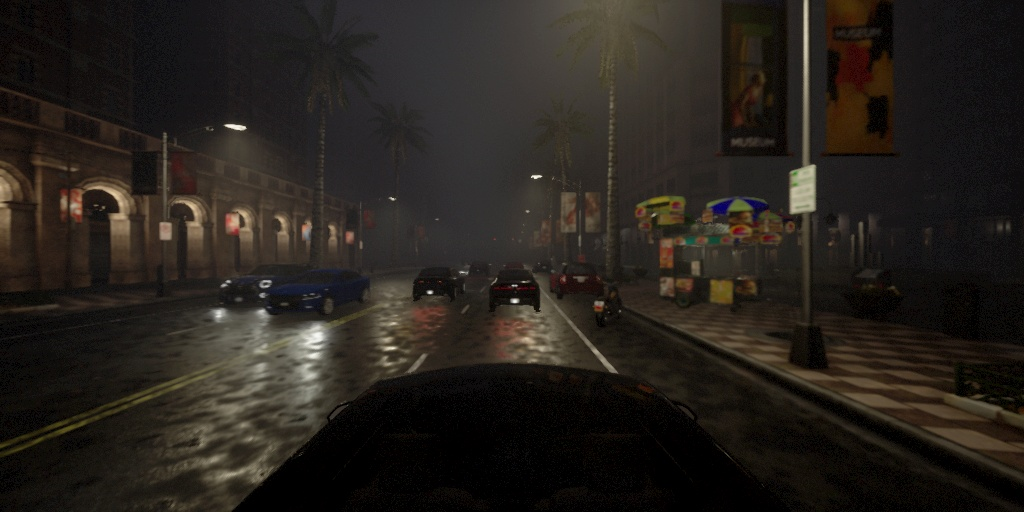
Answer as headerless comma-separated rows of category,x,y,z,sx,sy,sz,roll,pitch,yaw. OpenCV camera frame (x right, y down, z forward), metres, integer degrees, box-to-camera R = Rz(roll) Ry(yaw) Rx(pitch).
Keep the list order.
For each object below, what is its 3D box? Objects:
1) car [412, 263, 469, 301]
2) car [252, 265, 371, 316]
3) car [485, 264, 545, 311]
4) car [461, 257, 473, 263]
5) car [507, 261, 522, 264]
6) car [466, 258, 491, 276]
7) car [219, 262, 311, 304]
car,-3.400,1.256,17.308,1.837,1.490,4.892,0,0,0
car,-7.087,1.228,13.654,1.882,1.535,5.008,0,0,0
car,0.098,1.255,14.439,1.837,1.490,4.892,0,0,0
car,-6.634,0.932,54.526,2.128,1.511,4.902,0,0,1
car,0.230,1.229,32.827,1.882,1.535,5.008,0,0,1
car,-3.226,1.229,36.759,1.882,1.535,5.008,0,0,1
car,-10.592,1.103,16.149,2.097,1.767,4.553,0,0,0
